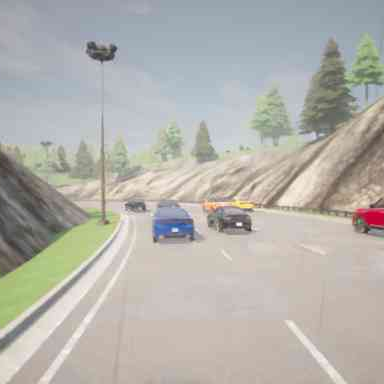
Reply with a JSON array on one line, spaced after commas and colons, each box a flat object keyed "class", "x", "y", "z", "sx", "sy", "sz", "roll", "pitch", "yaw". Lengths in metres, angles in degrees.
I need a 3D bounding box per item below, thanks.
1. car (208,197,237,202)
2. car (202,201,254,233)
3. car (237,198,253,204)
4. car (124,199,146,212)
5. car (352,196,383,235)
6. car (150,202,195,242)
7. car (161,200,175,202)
[{"class": "car", "x": 2.586, "y": 1.328, "z": 34.842, "sx": 2.097, "sy": 1.767, "sz": 4.553, "roll": -1, "pitch": 0, "yaw": -15}, {"class": "car", "x": 2.089, "y": 1.505, "z": 19.431, "sx": 1.812, "sy": 1.442, "sz": 4.674, "roll": 0, "pitch": 0, "yaw": -9}, {"class": "car", "x": 5.272, "y": 1.423, "z": 38.296, "sx": 1.882, "sy": 1.535, "sz": 5.008, "roll": 0, "pitch": 0, "yaw": -18}, {"class": "car", "x": -6.946, "y": 1.590, "z": 40.351, "sx": 1.837, "sy": 1.490, "sz": 4.892, "roll": 1, "pitch": -1, "yaw": -23}, {"class": "car", "x": 9.763, "y": 1.113, "z": 15.225, "sx": 2.150, "sy": 2.045, "sz": 5.566, "roll": 0, "pitch": 0, "yaw": -7}, {"class": "car", "x": -1.056, "y": 1.492, "z": 16.713, "sx": 1.882, "sy": 1.535, "sz": 5.008, "roll": 0, "pitch": 0, "yaw": -8}, {"class": "car", "x": -2.974, "y": 1.604, "z": 39.743, "sx": 1.994, "sy": 1.385, "sz": 4.181, "roll": 0, "pitch": 0, "yaw": -21}]
